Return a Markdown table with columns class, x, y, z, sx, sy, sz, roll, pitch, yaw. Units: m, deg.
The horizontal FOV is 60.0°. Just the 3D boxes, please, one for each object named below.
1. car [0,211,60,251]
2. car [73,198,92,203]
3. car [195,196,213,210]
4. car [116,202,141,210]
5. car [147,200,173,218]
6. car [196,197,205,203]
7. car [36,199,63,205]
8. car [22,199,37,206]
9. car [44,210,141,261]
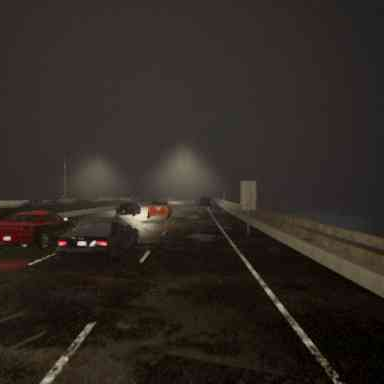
| class | x | y | z | sx | sy | sz | roll | pitch | yaw |
| --- | --- | --- | --- | --- | --- | --- | --- | --- | --- |
| car | -6.817 | 1.584 | 14.800 | 1.882 | 1.535 | 5.008 | 0 | 0 | 1 |
| car | -16.769 | 1.742 | 50.981 | 2.097 | 1.767 | 4.553 | 0 | 0 | 2 |
| car | 2.036 | 1.612 | 51.316 | 2.150 | 2.045 | 5.566 | 0 | 0 | 2 |
| car | -6.518 | 1.731 | 34.433 | 1.882 | 1.535 | 5.008 | 0 | 0 | 1 |
| car | -3.054 | 1.591 | 32.593 | 2.097 | 1.767 | 4.553 | 0 | 0 | 1 |
| car | 2.212 | 2.062 | 85.994 | 1.994 | 1.385 | 4.181 | 0 | -1 | 3 |
| car | -20.346 | 1.896 | 48.585 | 1.812 | 1.442 | 4.674 | 0 | 0 | 2 |
| car | -23.776 | 1.864 | 50.495 | 1.882 | 1.535 | 5.008 | 0 | 0 | 2 |
| car | -3.338 | 1.638 | 12.651 | 2.033 | 1.411 | 5.357 | 0 | 0 | 0 |
